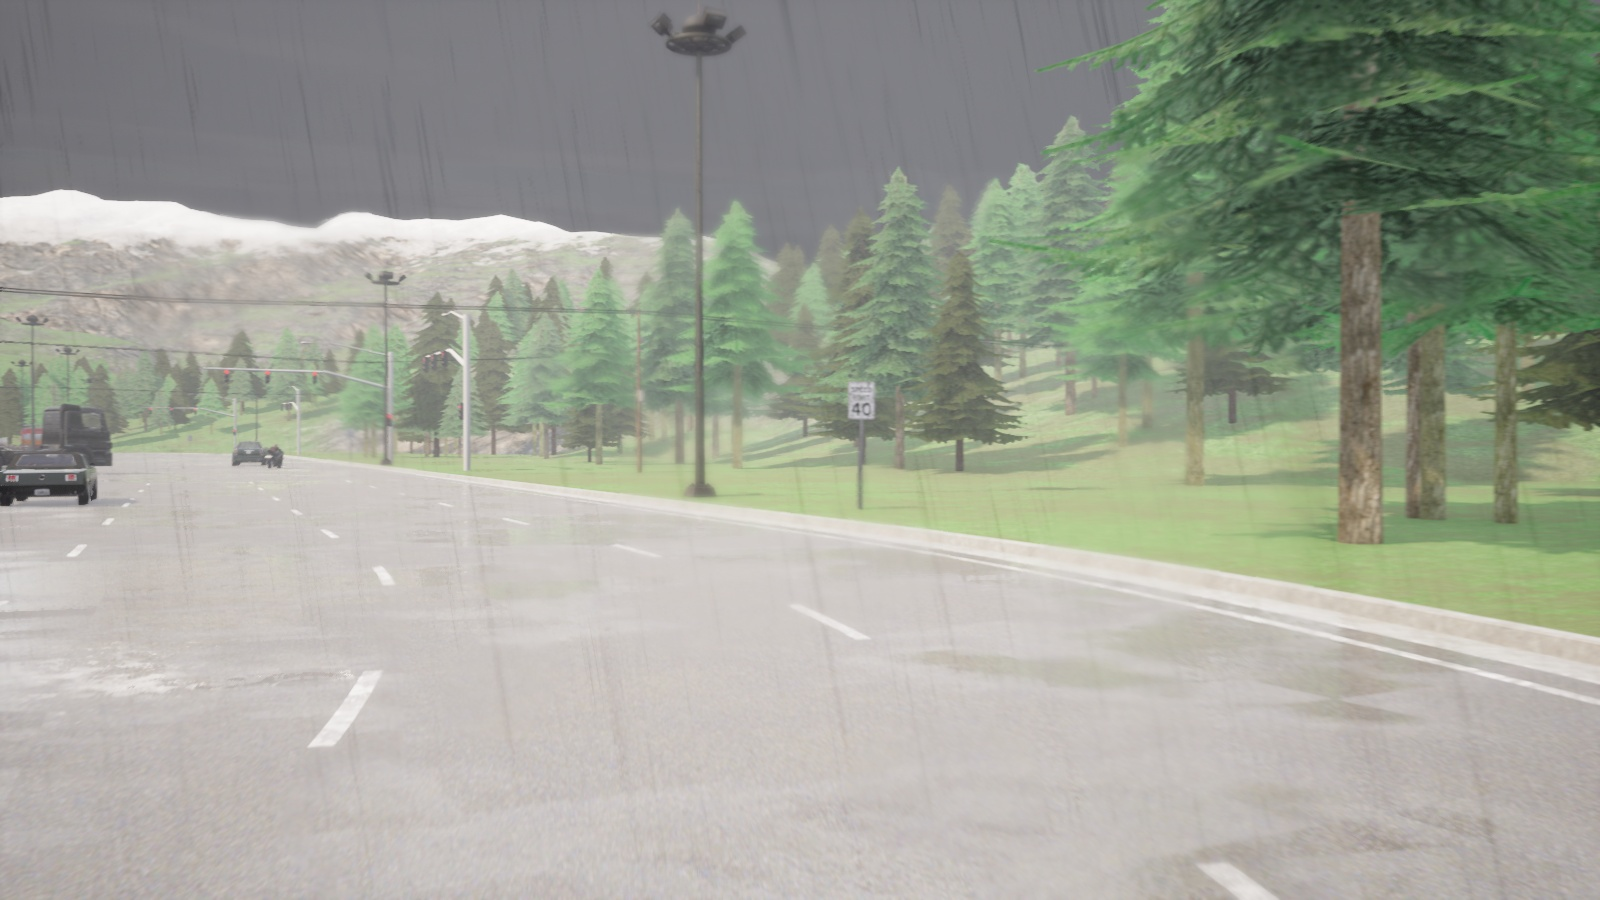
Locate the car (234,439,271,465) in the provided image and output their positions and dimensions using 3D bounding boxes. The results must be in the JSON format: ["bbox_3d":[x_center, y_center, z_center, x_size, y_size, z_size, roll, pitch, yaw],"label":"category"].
[{"bbox_3d":[-37.473,0.124,86.001,2.097,1.767,4.553,0,0,-21],"label":"car"}]

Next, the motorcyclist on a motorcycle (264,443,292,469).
[{"bbox_3d":[-31.339,0.359,75.435,0.866,1.530,2.191,0,0,-3],"label":"motorcyclist on a motorcycle"}]

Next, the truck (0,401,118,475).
[{"bbox_3d":[-37.529,-0.571,60.310,2.891,3.462,7.936,0,0,37],"label":"truck"}]

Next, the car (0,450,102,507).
[{"bbox_3d":[-18.953,0.669,31.871,1.895,1.301,4.718,0,0,-26],"label":"car"}]
